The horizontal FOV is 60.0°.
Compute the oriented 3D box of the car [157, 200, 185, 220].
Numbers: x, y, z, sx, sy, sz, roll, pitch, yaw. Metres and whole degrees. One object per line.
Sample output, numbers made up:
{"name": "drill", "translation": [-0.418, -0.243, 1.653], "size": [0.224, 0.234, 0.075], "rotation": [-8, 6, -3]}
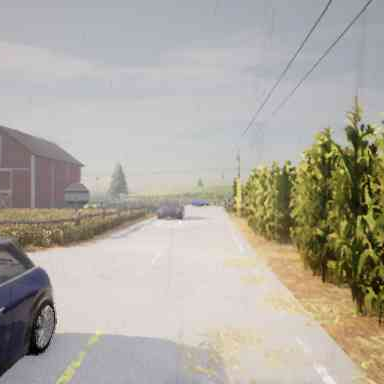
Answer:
{"name": "car", "translation": [-1.799, 1.556, 29.873], "size": [2.097, 1.767, 4.553], "rotation": [0, 0, 3]}

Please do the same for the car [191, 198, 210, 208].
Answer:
{"name": "car", "translation": [1.380, 1.804, 55.647], "size": [1.882, 1.535, 5.008], "rotation": [0, 0, -18]}

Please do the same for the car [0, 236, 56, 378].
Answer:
{"name": "car", "translation": [-3.133, 1.372, 3.129], "size": [2.097, 1.767, 4.553], "rotation": [0, 0, 1]}
